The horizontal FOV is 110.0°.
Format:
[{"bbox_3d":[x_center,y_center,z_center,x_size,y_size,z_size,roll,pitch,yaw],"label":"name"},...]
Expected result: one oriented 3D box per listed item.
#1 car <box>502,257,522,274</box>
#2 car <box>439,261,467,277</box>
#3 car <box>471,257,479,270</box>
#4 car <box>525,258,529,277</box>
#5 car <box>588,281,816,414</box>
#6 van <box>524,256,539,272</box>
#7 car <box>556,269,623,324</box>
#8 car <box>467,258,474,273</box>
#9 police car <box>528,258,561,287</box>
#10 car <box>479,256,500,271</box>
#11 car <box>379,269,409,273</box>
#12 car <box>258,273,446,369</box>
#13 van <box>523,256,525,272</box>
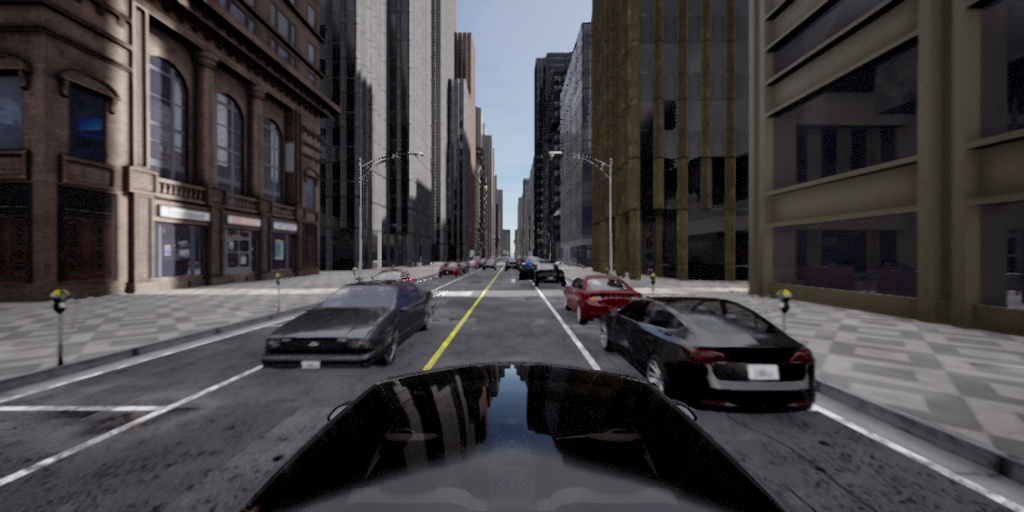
[{"bbox_3d":[0.035,1.172,45.897,1.837,1.490,4.892,0,0,0],"label":"car"},{"bbox_3d":[-5.754,1.234,34.101,1.888,1.381,4.507,0,0,0],"label":"car"},{"bbox_3d":[-5.750,1.242,50.956,1.802,1.307,4.207,0,0,0],"label":"car"},{"bbox_3d":[2.772,1.230,39.735,2.007,1.370,4.403,0,0,0],"label":"car"},{"bbox_3d":[2.764,1.308,6.022,1.948,1.339,4.313,0,0,0],"label":"car"},{"bbox_3d":[2.774,1.010,45.354,1.690,1.789,3.998,0,0,0],"label":"van"},{"bbox_3d":[2.765,1.277,11.641,1.888,1.381,4.507,0,0,0],"label":"car"},{"bbox_3d":[-5.753,1.245,39.720,1.948,1.339,4.313,0,0,0],"label":"car"},{"bbox_3d":[2.372,1.132,24.428,1.930,1.638,5.238,0,0,0],"label":"police car"},{"bbox_3d":[-3.064,1.167,48.818,1.837,1.490,4.892,0,0,0],"label":"car"},{"bbox_3d":[-5.759,1.302,17.247,1.802,1.307,4.207,0,0,0],"label":"car"},{"bbox_3d":[-3.096,1.285,8.186,2.033,1.411,5.357,0,0,0],"label":"car"},{"bbox_3d":[2.775,1.001,50.972,1.690,1.789,3.998,0,0,0],"label":"van"}]
